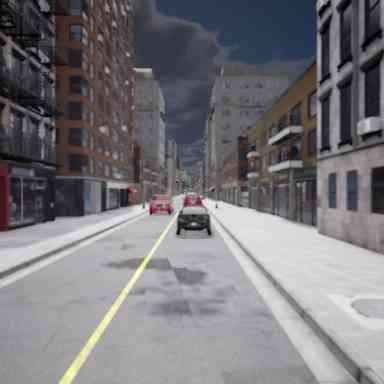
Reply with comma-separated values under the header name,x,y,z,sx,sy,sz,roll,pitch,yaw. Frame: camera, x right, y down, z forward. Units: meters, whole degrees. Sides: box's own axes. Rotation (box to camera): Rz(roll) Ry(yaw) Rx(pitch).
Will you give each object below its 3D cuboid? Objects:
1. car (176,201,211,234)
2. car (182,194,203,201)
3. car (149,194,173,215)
name,x,y,z,sx,sy,sz,roll,pitch,yaw
car,0.099,1.499,19.499,1.882,1.535,5.008,0,0,0
car,0.096,1.262,37.584,2.150,2.045,5.566,0,0,0
car,-3.095,1.257,34.336,2.150,2.045,5.566,0,0,0
